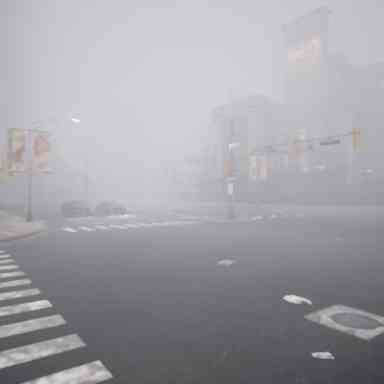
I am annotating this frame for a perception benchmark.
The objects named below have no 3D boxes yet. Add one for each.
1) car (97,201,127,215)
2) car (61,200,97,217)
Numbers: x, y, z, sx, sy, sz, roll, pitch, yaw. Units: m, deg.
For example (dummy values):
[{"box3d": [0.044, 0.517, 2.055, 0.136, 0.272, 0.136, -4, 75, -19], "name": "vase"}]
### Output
[{"box3d": [-8.211, 1.582, 33.719, 1.994, 1.385, 4.181, 0, 0, -36], "name": "car"}, {"box3d": [-11.037, 1.517, 31.653, 1.837, 1.490, 4.892, 0, 0, -36], "name": "car"}]
